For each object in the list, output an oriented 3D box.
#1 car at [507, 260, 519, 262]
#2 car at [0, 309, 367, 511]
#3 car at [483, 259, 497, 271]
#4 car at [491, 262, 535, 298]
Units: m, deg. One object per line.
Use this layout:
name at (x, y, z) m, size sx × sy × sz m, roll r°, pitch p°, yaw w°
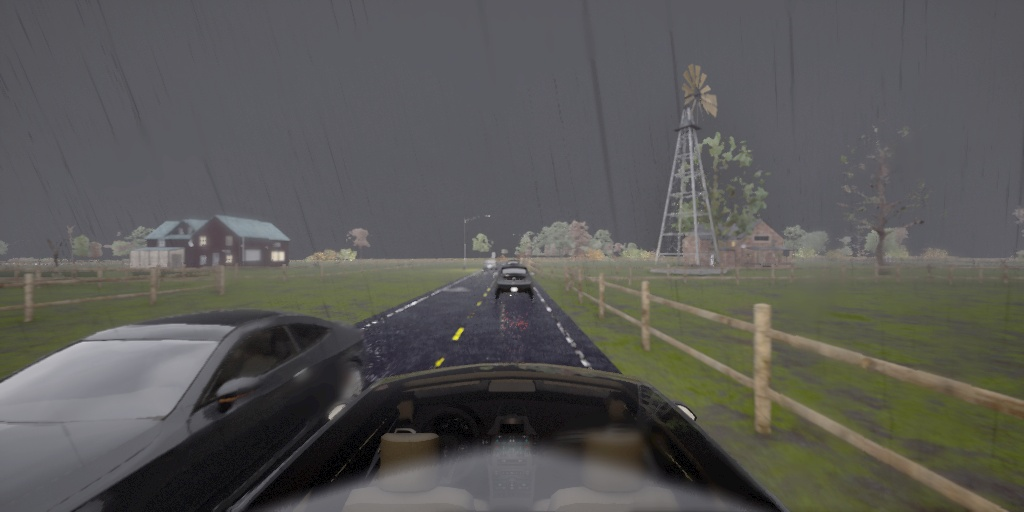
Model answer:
car at (0.112, 1.229, 40.823) m, size 1.837 × 1.490 × 4.892 m, roll 0°, pitch 0°, yaw 0°
car at (-2.838, 1.275, 3.096) m, size 1.812 × 1.442 × 4.674 m, roll 0°, pitch 0°, yaw 0°
car at (-2.808, 1.212, 47.454) m, size 2.128 × 1.511 × 4.902 m, roll 0°, pitch 0°, yaw 0°
car at (0.106, 1.246, 18.400) m, size 1.837 × 1.490 × 4.892 m, roll 0°, pitch 0°, yaw 0°
